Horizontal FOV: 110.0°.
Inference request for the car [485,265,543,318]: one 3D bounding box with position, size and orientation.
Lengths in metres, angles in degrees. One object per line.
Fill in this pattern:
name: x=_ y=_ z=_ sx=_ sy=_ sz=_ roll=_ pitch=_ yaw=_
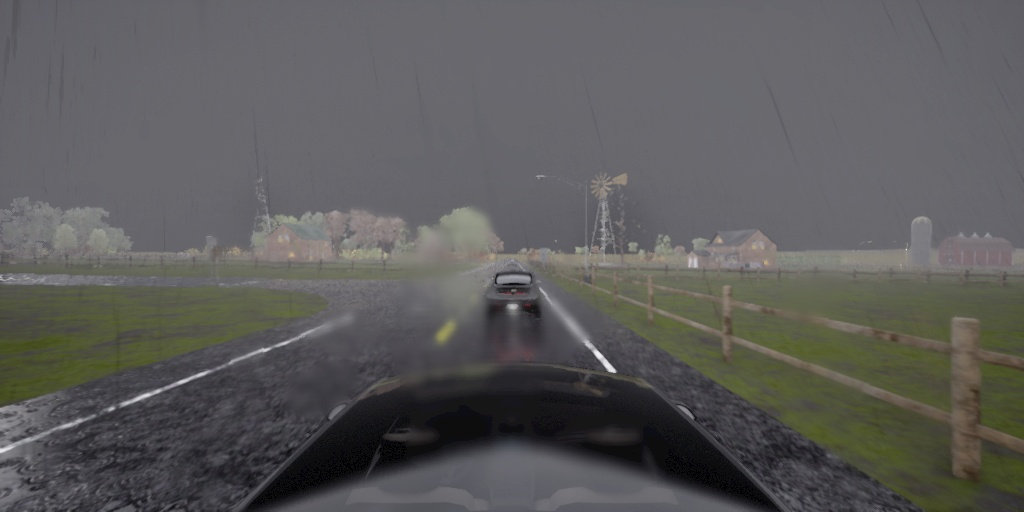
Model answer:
car: x=0.076 y=1.276 z=13.074 sx=1.837 sy=1.490 sz=4.892 roll=0 pitch=0 yaw=0
